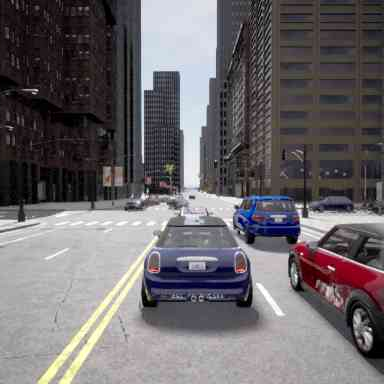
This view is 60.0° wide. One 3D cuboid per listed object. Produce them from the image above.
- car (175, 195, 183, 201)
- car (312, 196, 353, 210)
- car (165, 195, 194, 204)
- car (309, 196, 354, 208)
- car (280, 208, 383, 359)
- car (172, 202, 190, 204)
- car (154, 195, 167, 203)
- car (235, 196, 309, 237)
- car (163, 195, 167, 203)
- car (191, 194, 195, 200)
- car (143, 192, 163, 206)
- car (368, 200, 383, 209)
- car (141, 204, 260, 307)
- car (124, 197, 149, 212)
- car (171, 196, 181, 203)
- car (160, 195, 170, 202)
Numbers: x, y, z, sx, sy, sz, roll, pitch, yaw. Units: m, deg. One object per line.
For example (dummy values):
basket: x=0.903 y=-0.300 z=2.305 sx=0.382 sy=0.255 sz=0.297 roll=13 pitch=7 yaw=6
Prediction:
car: x=-3.269 y=1.501 z=83.877 sx=1.994 sy=1.385 sz=4.181 roll=0 pitch=0 yaw=0
car: x=16.670 y=1.324 z=39.608 sx=4.097 sy=1.590 sz=1.967 roll=0 pitch=1 yaw=0
car: x=-1.603 y=1.496 z=41.339 sx=1.812 sy=1.442 sz=4.674 roll=0 pitch=0 yaw=-18
car: x=15.345 y=1.278 z=36.907 sx=4.553 sy=1.767 sz=2.097 roll=0 pitch=1 yaw=-1
car: x=3.344 y=1.349 z=6.152 sx=2.097 sy=1.767 sz=4.553 roll=0 pitch=0 yaw=0
car: x=0.089 y=1.480 z=17.048 sx=2.128 sy=1.511 sz=4.902 roll=0 pitch=0 yaw=0
car: x=-6.515 y=1.452 z=69.047 sx=2.128 sy=1.511 sz=4.902 roll=0 pitch=0 yaw=0
car: x=3.349 y=1.211 z=15.863 sx=2.150 sy=2.045 sz=5.566 roll=0 pitch=0 yaw=-2
car: x=-3.353 y=1.511 z=55.804 sx=2.033 sy=1.411 sz=5.357 roll=0 pitch=0 yaw=0
car: x=-0.020 y=1.458 z=92.264 sx=1.837 sy=1.490 sz=4.892 roll=0 pitch=0 yaw=0
car: x=-6.602 y=1.315 z=55.371 sx=2.097 sy=1.767 sz=4.553 roll=0 pitch=0 yaw=0
car: x=20.359 y=1.492 z=33.742 sx=4.674 sy=1.442 sz=1.812 roll=0 pitch=1 yaw=1
car: x=0.094 y=1.348 z=8.111 sx=2.097 sy=1.767 sz=4.553 roll=0 pitch=0 yaw=0
car: x=-6.607 y=1.536 z=38.717 sx=1.994 sy=1.385 sz=4.181 roll=0 pitch=0 yaw=0
car: x=-3.265 y=1.556 z=69.460 sx=1.895 sy=1.301 sz=4.718 roll=0 pitch=0 yaw=0
car: x=-6.517 y=1.482 z=80.478 sx=2.128 sy=1.511 sz=4.902 roll=0 pitch=0 yaw=0
